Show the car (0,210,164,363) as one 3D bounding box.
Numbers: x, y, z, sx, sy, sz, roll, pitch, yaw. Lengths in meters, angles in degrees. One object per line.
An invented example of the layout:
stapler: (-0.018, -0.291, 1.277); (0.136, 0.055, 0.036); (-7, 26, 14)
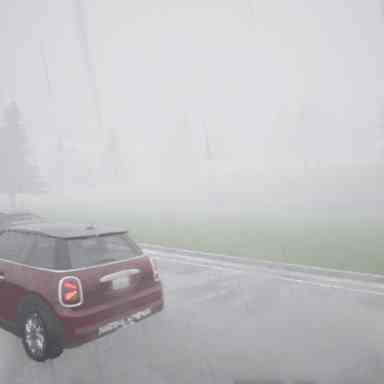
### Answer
car: (-2.722, 1.352, 6.147); (4.553, 1.767, 2.097); (0, 0, 37)

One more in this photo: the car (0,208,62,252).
car: (-8.189, 1.547, 15.105); (5.357, 1.411, 2.033); (0, 0, 42)
